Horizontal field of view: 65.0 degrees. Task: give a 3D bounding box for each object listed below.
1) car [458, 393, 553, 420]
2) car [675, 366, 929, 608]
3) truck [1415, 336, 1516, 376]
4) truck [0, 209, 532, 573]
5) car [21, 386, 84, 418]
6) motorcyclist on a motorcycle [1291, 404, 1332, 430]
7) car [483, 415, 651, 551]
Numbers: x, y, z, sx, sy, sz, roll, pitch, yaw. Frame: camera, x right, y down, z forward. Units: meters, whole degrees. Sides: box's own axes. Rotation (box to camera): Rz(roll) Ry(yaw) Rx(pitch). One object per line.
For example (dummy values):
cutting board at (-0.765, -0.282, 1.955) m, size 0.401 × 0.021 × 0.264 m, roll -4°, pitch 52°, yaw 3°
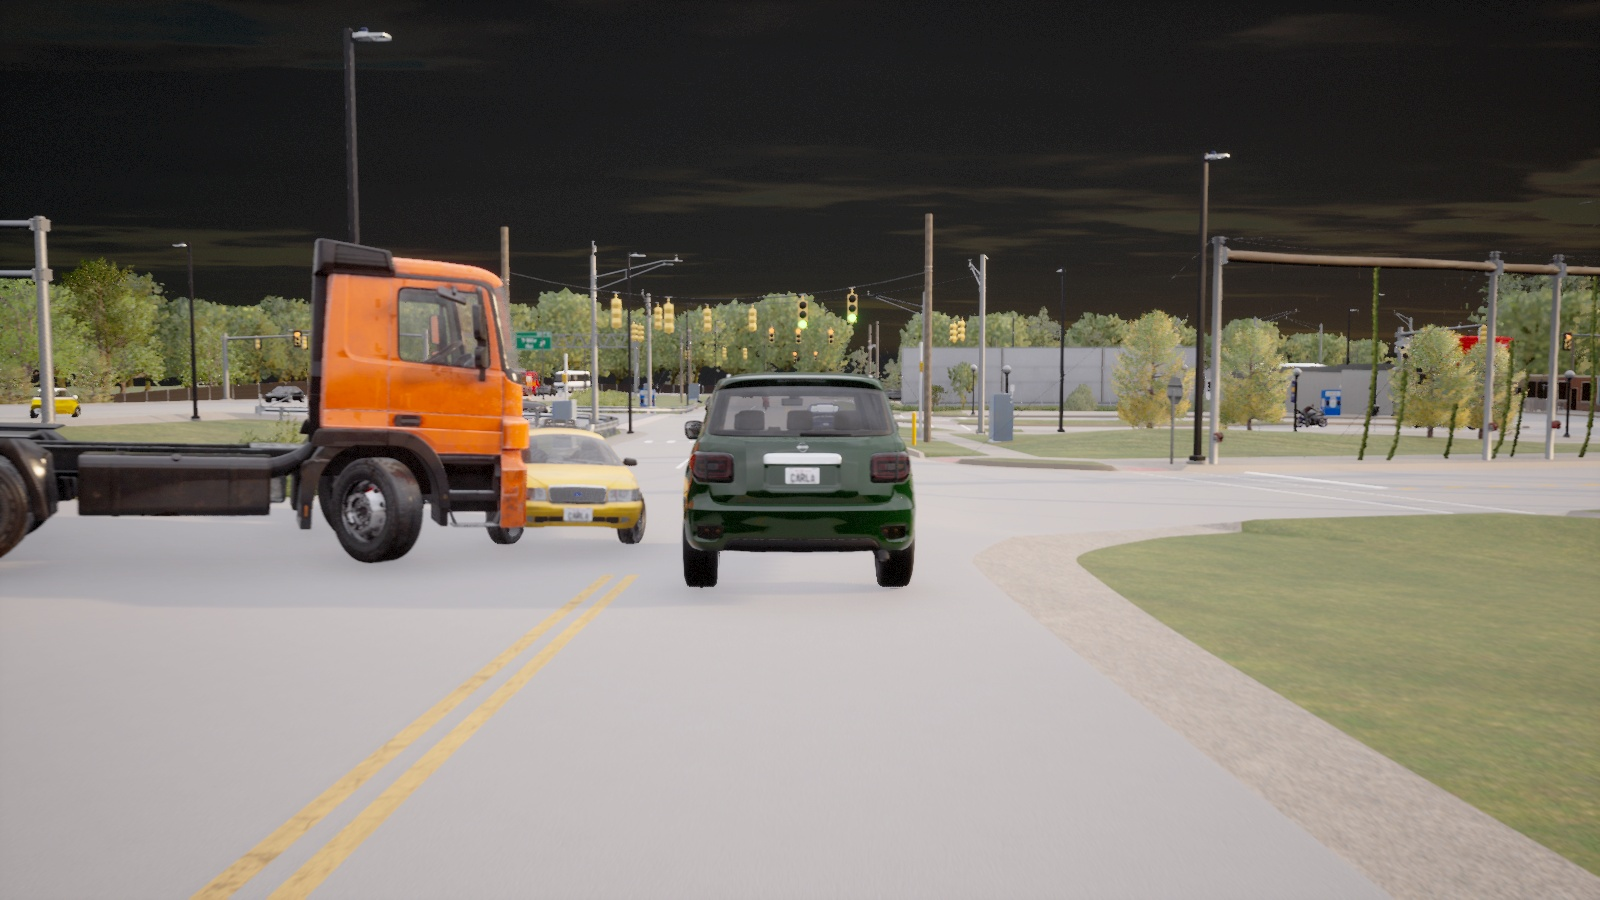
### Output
car at (-16.899, -2.523, 72.189) m, size 4.902 × 1.511 × 2.128 m, roll 0°, pitch 3°, yaw 2°
car at (-0.077, 0.252, 13.412) m, size 2.150 × 2.045 × 5.566 m, roll 0°, pitch 1°, yaw -2°
truck at (44.632, -6.333, 84.307) m, size 5.204 × 2.467 × 2.627 m, roll 1°, pitch 6°, yaw 0°
truck at (-7.257, -0.620, 13.691) m, size 7.936 × 3.462 × 2.891 m, roll 1°, pitch 3°, yaw -24°
car at (-33.592, -2.163, 56.495) m, size 1.481 × 1.376 × 2.207 m, roll 0°, pitch 3°, yaw 0°
motorcyclist on a motorcycle at (31.823, -2.048, 78.137) m, size 2.191 × 1.530 × 0.866 m, roll -1°, pitch 4°, yaw -5°
car at (-3.397, 0.337, 17.453) m, size 1.801 × 1.575 × 5.366 m, roll 2°, pitch 1°, yaw -16°
